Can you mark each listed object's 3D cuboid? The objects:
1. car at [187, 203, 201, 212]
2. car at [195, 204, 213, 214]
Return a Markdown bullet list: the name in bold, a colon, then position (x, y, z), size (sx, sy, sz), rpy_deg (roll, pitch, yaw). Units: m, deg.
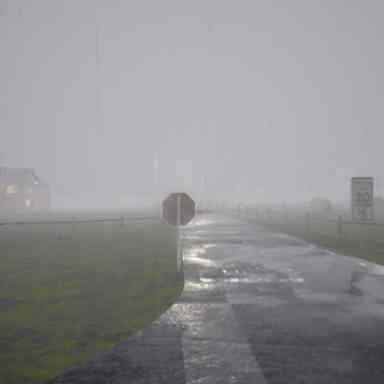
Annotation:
- **car**: position (0.330, 2.672, 57.922), size (1.895, 1.301, 4.718), rpy_deg (0, -1, -7)
- **car**: position (1.660, 2.449, 47.007), size (1.895, 1.301, 4.718), rpy_deg (0, -1, -6)
